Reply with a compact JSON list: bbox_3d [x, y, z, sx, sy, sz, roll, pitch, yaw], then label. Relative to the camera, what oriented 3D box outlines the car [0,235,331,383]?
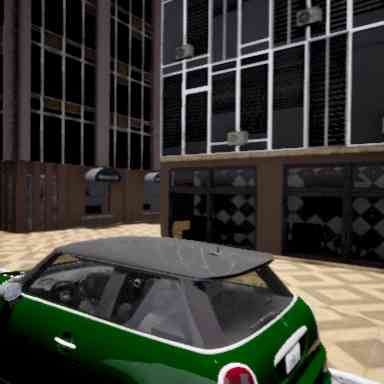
[{"bbox_3d":[-0.926,1.312,3.892,4.553,1.767,2.097,1,1,35],"label":"car"}]
